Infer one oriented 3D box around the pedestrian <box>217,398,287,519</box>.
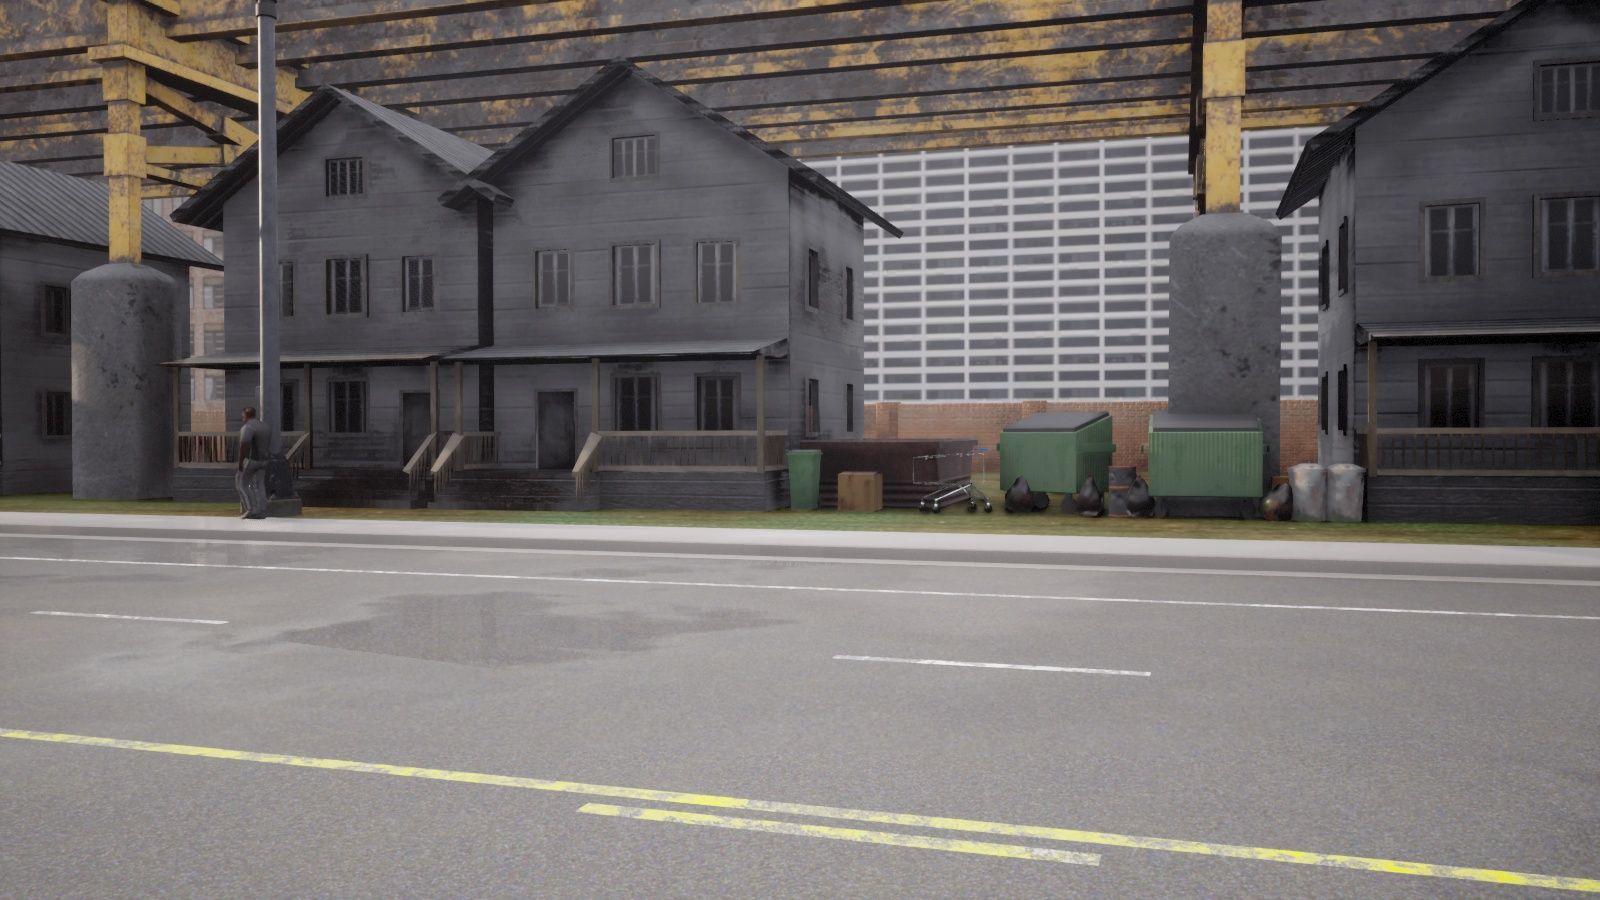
[{"bbox_3d":[-8.693,0.130,19.919,0.849,1.883,0.563,0,1,15],"label":"pedestrian"}]
